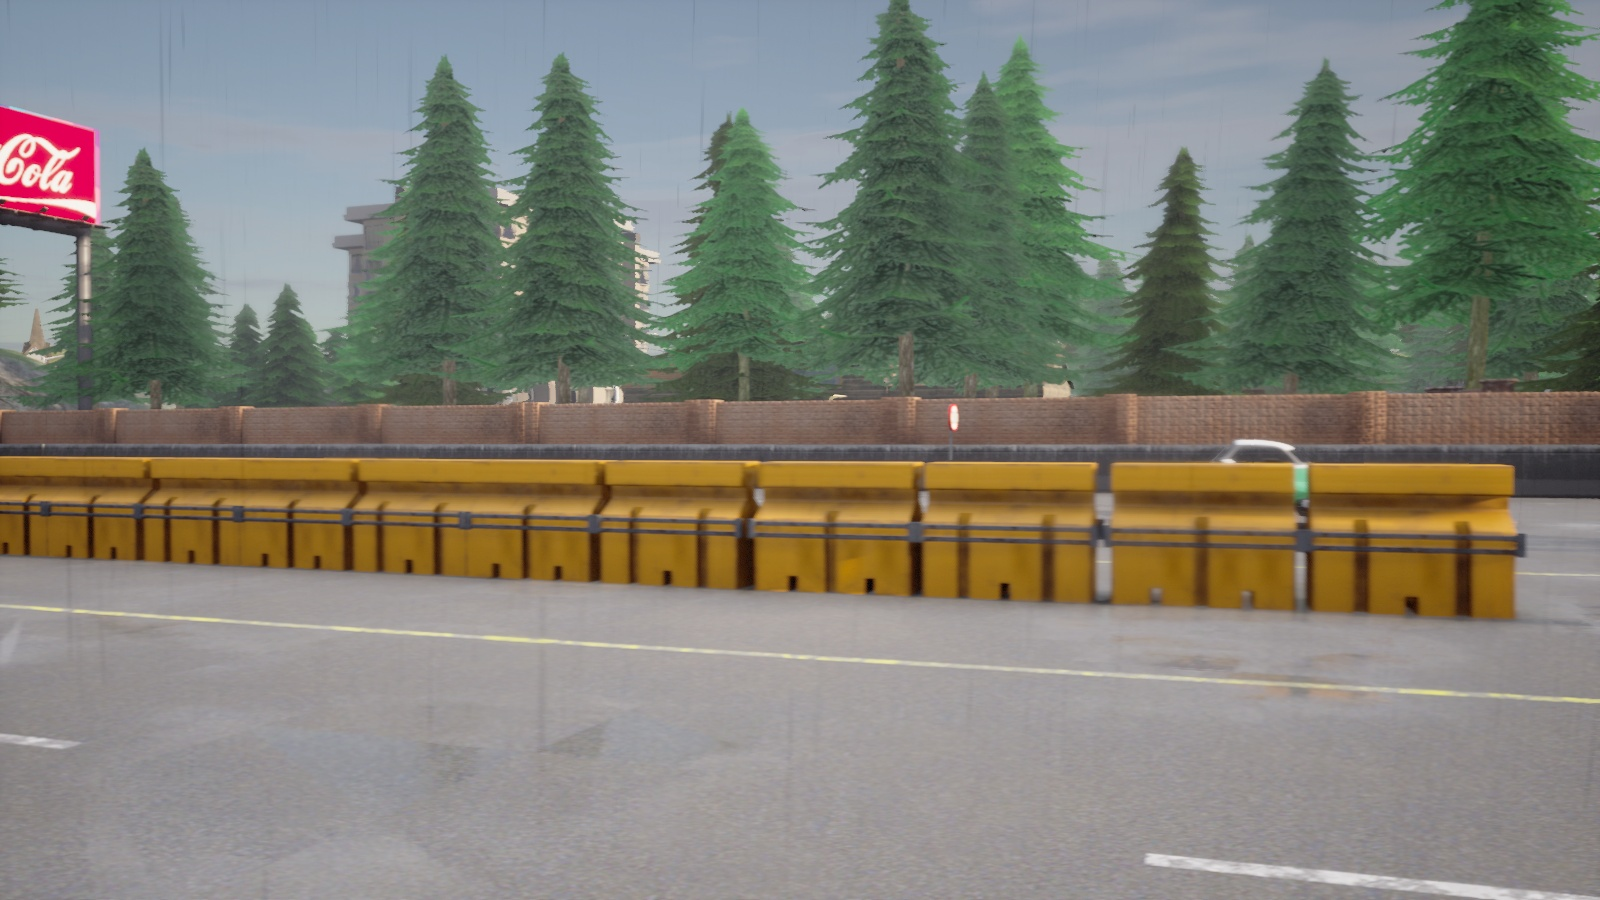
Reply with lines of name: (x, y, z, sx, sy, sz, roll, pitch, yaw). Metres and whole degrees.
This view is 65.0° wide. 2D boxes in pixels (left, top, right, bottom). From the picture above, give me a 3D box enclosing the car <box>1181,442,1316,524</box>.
car: (8.049, 0.555, 22.649, 2.207, 1.376, 1.481, 1, 1, 18)
